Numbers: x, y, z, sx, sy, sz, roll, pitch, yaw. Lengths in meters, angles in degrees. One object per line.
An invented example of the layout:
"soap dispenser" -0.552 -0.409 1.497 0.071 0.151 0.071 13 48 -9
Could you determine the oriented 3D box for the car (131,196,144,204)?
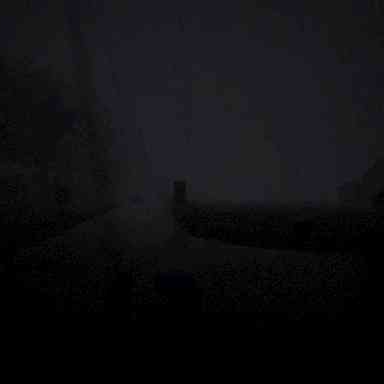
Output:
"car" -9.521 1.359 58.380 1.994 1.385 4.181 1 0 -6
